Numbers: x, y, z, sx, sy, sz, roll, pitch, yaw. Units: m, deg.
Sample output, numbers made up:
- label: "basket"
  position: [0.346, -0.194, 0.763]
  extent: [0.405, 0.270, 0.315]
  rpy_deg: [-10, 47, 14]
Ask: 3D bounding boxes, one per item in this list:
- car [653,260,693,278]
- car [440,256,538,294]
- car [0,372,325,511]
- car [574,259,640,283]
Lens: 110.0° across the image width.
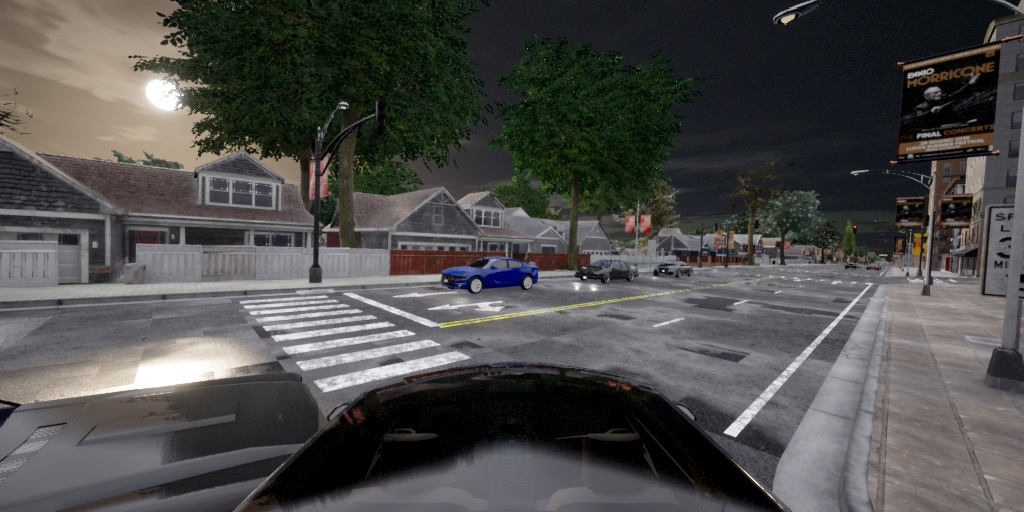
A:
- label: "car"
  position: [13.634, 1.033, 30.249]
  extent: [4.181, 1.385, 1.994]
  rpy_deg: [1, 2, -44]
- label: "car"
  position: [-0.915, 0.780, 16.602]
  extent: [5.008, 1.535, 1.882]
  rpy_deg: [1, 2, -43]
- label: "car"
  position: [-3.317, 1.272, 1.449]
  extent: [4.718, 1.301, 1.895]
  rpy_deg: [1, 2, -33]
- label: "car"
  position: [6.344, 0.931, 23.425]
  extent: [5.357, 1.411, 2.033]
  rpy_deg: [1, 2, -43]
